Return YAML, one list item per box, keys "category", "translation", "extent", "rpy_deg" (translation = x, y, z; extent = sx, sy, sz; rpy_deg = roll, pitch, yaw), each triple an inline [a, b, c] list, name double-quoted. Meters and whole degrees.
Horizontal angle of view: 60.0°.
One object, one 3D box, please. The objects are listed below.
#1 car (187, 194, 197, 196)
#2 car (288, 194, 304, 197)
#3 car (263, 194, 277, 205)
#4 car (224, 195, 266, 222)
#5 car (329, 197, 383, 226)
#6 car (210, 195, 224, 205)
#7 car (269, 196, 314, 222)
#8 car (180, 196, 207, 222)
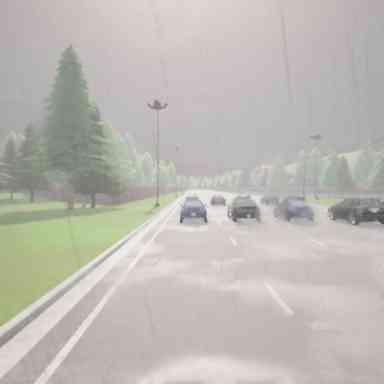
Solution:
- category: "car"
  translation: [0.020, 0.980, 45.222]
  extent: [2.128, 1.511, 4.902]
  rpy_deg: [0, 1, 0]
- category: "car"
  translation: [14.023, 0.961, 45.518]
  extent: [1.882, 1.535, 5.008]
  rpy_deg: [0, 1, 0]
- category: "car"
  translation: [10.515, 0.998, 44.766]
  extent: [1.837, 1.490, 4.892]
  rpy_deg: [0, 1, 0]
- category: "car"
  translation: [3.603, 1.237, 23.531]
  extent: [1.837, 1.490, 4.892]
  rpy_deg: [0, 1, 0]
- category: "car"
  translation: [10.602, 1.109, 21.452]
  extent: [2.097, 1.767, 4.553]
  rpy_deg: [0, 1, 0]
- category: "car"
  translation: [3.519, 1.052, 45.182]
  extent: [1.994, 1.385, 4.181]
  rpy_deg: [0, 1, 0]
- category: "car"
  translation: [7.103, 1.258, 23.492]
  extent: [1.812, 1.442, 4.674]
  rpy_deg: [0, 0, 0]
- category: "car"
  translation: [0.103, 1.259, 23.522]
  extent: [1.812, 1.442, 4.674]
  rpy_deg: [0, 0, 0]
